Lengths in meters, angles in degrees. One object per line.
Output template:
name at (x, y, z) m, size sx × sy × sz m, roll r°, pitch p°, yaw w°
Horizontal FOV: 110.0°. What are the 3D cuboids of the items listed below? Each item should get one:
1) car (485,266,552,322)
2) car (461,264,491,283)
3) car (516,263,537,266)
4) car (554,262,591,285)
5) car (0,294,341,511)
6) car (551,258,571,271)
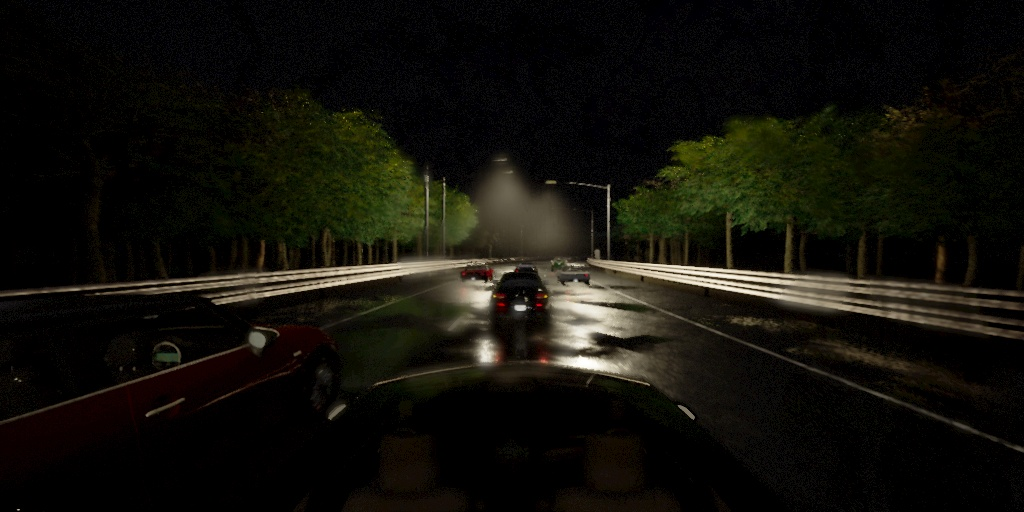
car at (0.296, 1.250, 12.128) m, size 1.812 × 1.442 × 4.674 m, roll 0°, pitch 0°, yaw 1°
car at (-2.513, 1.283, 27.090) m, size 1.895 × 1.301 × 4.718 m, roll 0°, pitch 0°, yaw 4°
car at (1.186, 1.243, 29.644) m, size 1.994 × 1.385 × 4.181 m, roll 0°, pitch 0°, yaw 4°
car at (4.265, 1.293, 25.312) m, size 1.895 × 1.301 × 4.718 m, roll 0°, pitch 0°, yaw 4°
car at (-3.356, 1.095, 3.000) m, size 2.097 × 1.767 × 4.553 m, roll 0°, pitch 0°, yaw 0°
car at (6.177, 0.989, 46.671) m, size 2.097 × 1.767 × 4.553 m, roll 0°, pitch 0°, yaw 7°
